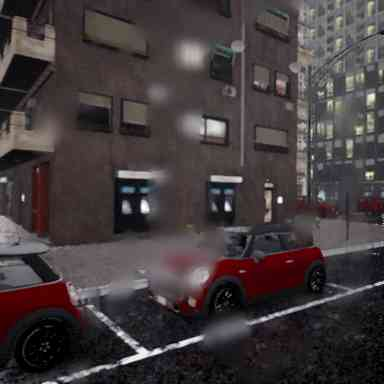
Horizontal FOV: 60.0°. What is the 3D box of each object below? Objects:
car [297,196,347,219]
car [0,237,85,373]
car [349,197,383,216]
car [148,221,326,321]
[{"bbox_3d":[9.988,1.269,28.211,2.192,1.841,5.009,2,0,-36],"label":"car"},{"bbox_3d":[-3.558,1.434,4.022,4.097,1.590,1.967,1,0,-35],"label":"car"},{"bbox_3d":[16.739,1.377,33.173,2.192,1.841,5.009,2,0,-36],"label":"car"},{"bbox_3d":[1.074,1.494,7.313,4.097,1.590,1.967,1,0,-35],"label":"car"}]
